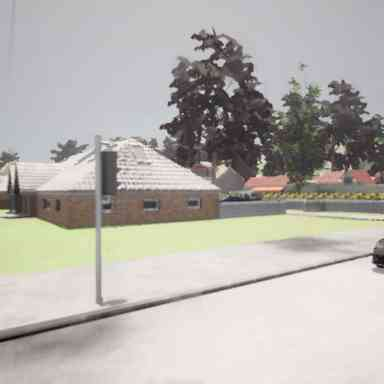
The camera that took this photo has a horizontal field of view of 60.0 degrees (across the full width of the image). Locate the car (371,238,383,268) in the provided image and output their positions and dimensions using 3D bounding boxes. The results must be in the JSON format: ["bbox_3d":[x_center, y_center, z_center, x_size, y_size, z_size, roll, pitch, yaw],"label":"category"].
[{"bbox_3d":[7.050,1.507,9.629,4.181,1.385,1.994,0,0,-35],"label":"car"}]
